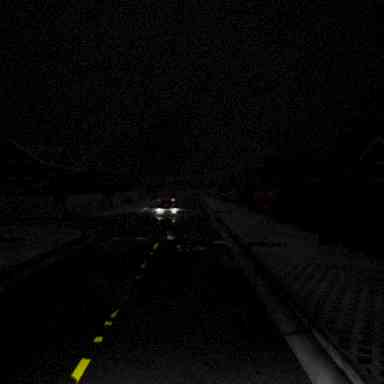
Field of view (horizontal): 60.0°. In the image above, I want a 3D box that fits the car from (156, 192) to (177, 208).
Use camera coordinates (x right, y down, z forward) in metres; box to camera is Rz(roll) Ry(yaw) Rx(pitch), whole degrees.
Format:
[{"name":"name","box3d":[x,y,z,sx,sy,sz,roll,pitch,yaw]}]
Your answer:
[{"name":"car","box3d":[-2.762,0.802,37.412,2.097,1.767,4.553,0,0,0]}]
